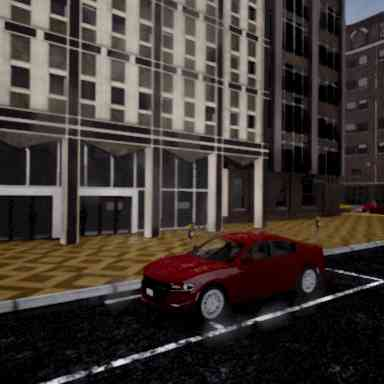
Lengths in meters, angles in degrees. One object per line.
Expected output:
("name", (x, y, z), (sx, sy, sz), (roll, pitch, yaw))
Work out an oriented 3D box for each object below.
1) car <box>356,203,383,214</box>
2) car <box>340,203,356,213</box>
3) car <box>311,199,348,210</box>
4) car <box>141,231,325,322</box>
("car", (20.407, 1.839, 35.594), (1.802, 1.307, 4.206), (1, -1, -36))
("car", (17.206, 1.771, 40.057), (1.752, 1.417, 4.829), (1, -1, -36))
("car", (20.513, 1.872, 49.820), (1.752, 1.417, 4.829), (1, -1, -36))
("car", (1.072, 1.586, 7.322), (4.507, 1.381, 1.887), (1, 0, -36))
